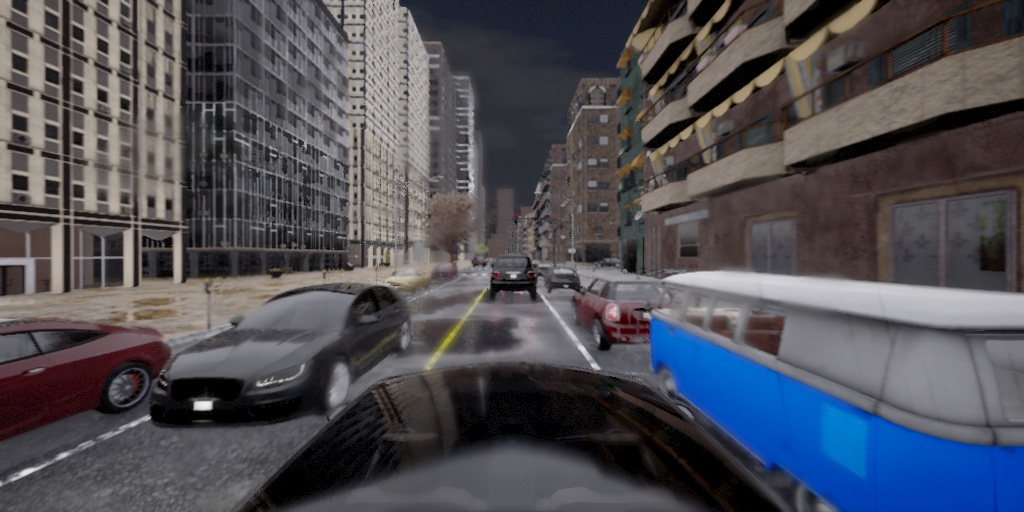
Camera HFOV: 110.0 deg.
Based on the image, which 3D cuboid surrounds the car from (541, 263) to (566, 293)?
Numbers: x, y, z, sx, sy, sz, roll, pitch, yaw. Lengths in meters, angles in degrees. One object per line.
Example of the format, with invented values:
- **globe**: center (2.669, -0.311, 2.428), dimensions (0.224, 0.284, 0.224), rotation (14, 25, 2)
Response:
- **car**: center (2.687, 1.258, 20.029), dimensions (2.007, 1.370, 4.403), rotation (0, 0, 0)

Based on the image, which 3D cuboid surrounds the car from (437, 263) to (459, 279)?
- **car**: center (-5.697, 1.241, 31.092), dimensions (1.888, 1.381, 4.507), rotation (0, 0, 0)

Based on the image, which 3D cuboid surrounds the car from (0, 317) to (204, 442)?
- **car**: center (-5.689, 1.335, 3.430), dimensions (1.802, 1.307, 4.207), rotation (0, 0, 0)

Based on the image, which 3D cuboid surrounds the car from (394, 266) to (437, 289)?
- **car**: center (-5.693, 1.242, 19.857), dimensions (1.751, 1.417, 4.829), rotation (0, 0, 0)

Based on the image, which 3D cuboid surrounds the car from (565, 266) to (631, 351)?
- **car**: center (2.690, 1.171, 8.964), dimensions (1.967, 1.591, 4.097), rotation (0, 0, 0)

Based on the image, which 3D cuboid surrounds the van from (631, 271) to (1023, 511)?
- **van**: center (2.692, 1.084, 3.431), dimensions (1.690, 1.789, 3.998), rotation (0, 0, 0)

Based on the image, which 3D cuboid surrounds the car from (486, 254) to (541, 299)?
- **car**: center (0.083, 0.938, 17.985), dimensions (2.150, 2.045, 5.566), rotation (0, 0, 0)

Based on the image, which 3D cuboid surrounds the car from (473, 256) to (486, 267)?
- **car**: center (-5.707, 0.969, 63.479), dimensions (2.192, 1.841, 5.009), rotation (0, 0, 0)

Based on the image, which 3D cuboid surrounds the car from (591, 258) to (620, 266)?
- **car**: center (13.423, 0.986, 50.513), dimensions (4.403, 1.370, 2.007), rotation (0, 0, -1)

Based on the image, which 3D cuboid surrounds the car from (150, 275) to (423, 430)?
- **car**: center (-3.094, 1.250, 6.021), dimensions (1.837, 1.490, 4.892), rotation (0, 0, 0)
